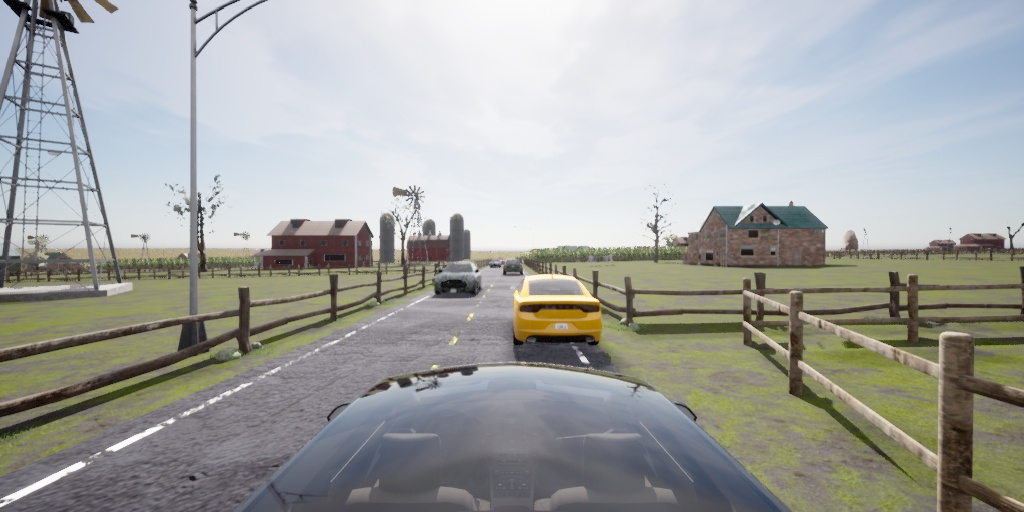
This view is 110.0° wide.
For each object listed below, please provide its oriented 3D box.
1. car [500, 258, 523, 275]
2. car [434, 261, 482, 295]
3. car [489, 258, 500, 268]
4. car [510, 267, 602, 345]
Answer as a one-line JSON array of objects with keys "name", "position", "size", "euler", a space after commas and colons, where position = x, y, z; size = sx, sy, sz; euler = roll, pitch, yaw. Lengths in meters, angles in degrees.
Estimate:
[{"name": "car", "position": [0.114, 1.104, 39.351], "size": [2.097, 1.767, 4.553], "euler": [0, 0, 0]}, {"name": "car", "position": [-2.832, 1.098, 19.578], "size": [2.097, 1.767, 4.553], "euler": [0, 0, 0]}, {"name": "car", "position": [-2.775, 1.270, 60.786], "size": [1.837, 1.490, 4.892], "euler": [0, 0, 0]}, {"name": "car", "position": [0.971, 1.225, 9.487], "size": [1.882, 1.535, 5.008], "euler": [0, 0, 0]}]
